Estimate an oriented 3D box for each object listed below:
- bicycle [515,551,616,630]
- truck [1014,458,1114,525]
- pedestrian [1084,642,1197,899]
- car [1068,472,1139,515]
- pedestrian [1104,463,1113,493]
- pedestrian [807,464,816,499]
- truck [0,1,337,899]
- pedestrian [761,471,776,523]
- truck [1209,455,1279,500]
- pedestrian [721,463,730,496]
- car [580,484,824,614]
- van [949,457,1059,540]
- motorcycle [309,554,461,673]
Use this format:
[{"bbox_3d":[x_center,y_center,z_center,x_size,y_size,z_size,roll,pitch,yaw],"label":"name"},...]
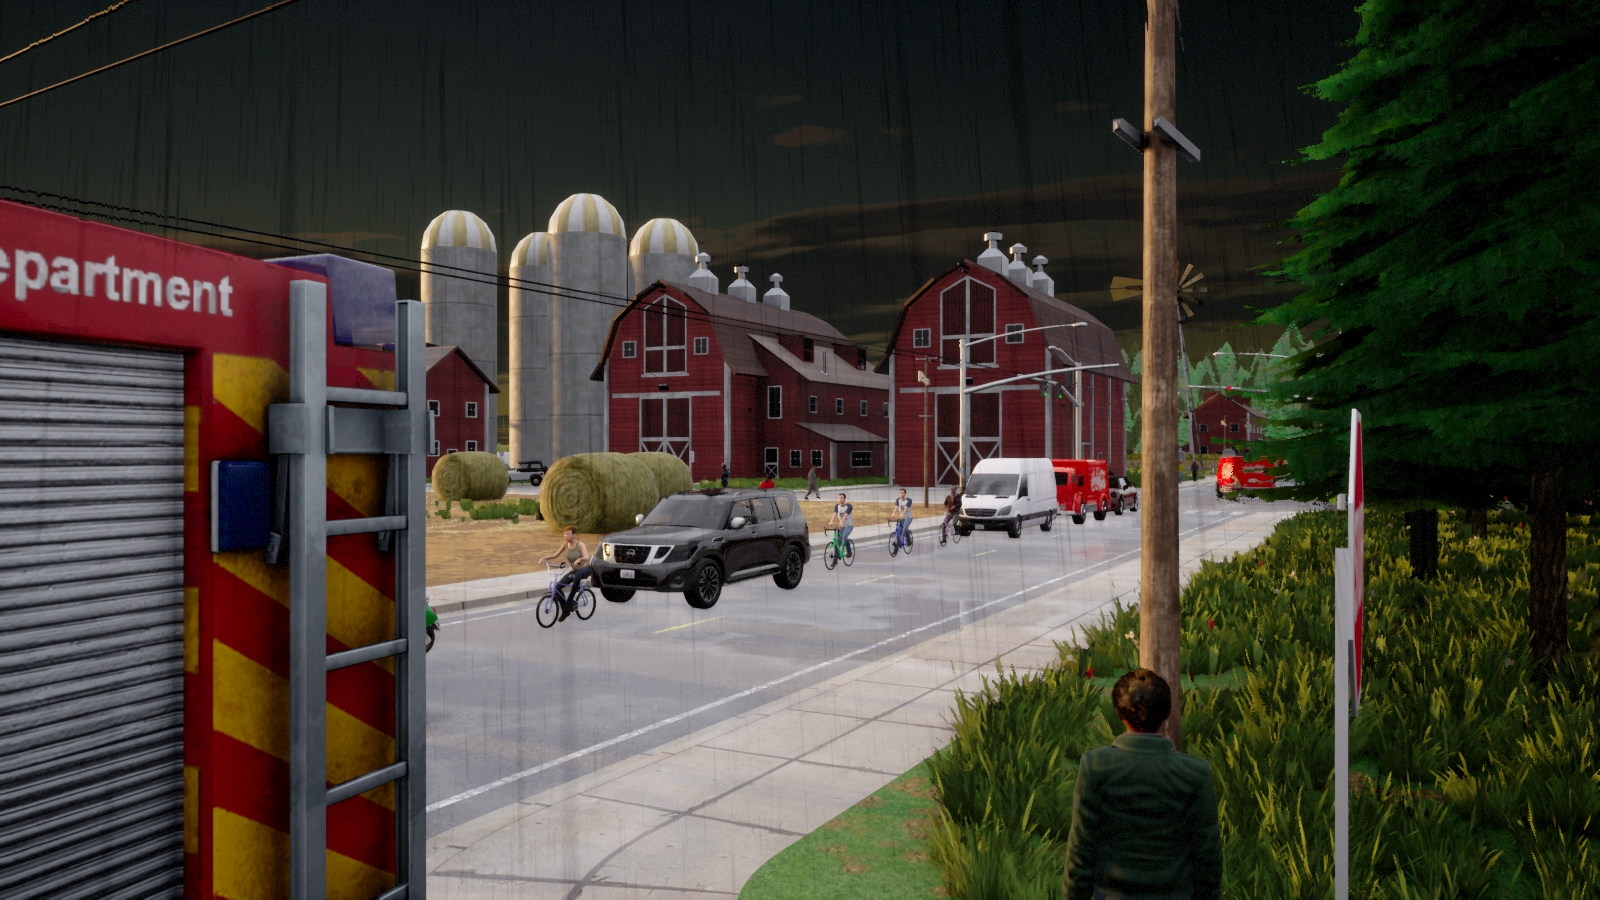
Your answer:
[{"bbox_3d":[-3.787,2.256,18.582,0.859,1.080,1.487,0,0,28],"label":"bicycle"},{"bbox_3d":[10.558,1.568,45.374,2.627,2.467,5.204,0,0,28],"label":"truck"},{"bbox_3d":[1.223,1.663,4.136,0.375,1.860,0.375,0,0,14],"label":"pedestrian"},{"bbox_3d":[13.659,1.903,51.221,2.097,1.767,4.553,0,0,28],"label":"car"},{"bbox_3d":[18.785,1.696,69.595,0.375,1.860,0.375,0,0,36],"label":"pedestrian"},{"bbox_3d":[0.618,1.670,60.731,0.375,1.860,0.375,0,0,28],"label":"pedestrian"},{"bbox_3d":[-5.979,0.867,3.791,8.468,3.827,2.891,0,0,20],"label":"truck"},{"bbox_3d":[-1.125,1.678,40.947,0.375,1.860,0.375,0,0,35],"label":"pedestrian"},{"bbox_3d":[25.328,1.557,65.411,2.627,2.467,5.204,-1,-1,9],"label":"truck"},{"bbox_3d":[-4.175,1.669,64.390,0.375,1.860,0.375,0,0,26],"label":"pedestrian"},{"bbox_3d":[-1.718,1.779,22.429,2.150,2.045,5.566,0,0,27],"label":"car"},{"bbox_3d":[7.067,1.534,38.948,1.988,2.561,5.915,0,0,28],"label":"van"},{"bbox_3d":[-5.522,2.142,15.311,0.856,1.316,1.805,0,0,28],"label":"motorcycle"}]
